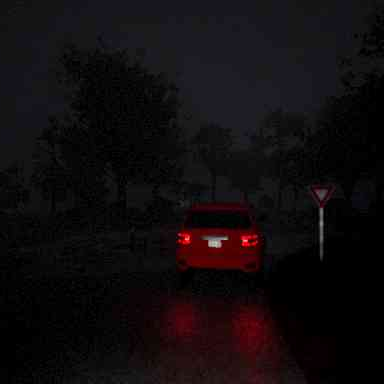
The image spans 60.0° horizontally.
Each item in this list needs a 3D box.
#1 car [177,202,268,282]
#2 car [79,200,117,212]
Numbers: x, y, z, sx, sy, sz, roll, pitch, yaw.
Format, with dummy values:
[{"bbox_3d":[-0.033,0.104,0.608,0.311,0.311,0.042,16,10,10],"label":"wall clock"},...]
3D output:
[{"bbox_3d":[1.129,1.305,10.308,2.150,2.045,5.566,0,0,13],"label":"car"},{"bbox_3d":[-12.415,1.825,43.806,5.008,1.535,1.882,0,-1,-25],"label":"car"}]
